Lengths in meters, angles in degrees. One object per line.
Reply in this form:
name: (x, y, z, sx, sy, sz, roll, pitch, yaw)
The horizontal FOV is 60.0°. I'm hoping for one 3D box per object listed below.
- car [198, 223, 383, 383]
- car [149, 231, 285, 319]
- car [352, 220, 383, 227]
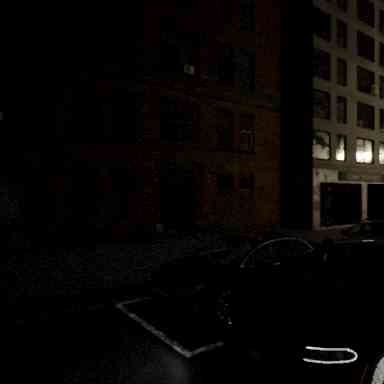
car: (2.697, 1.483, 4.976, 5.008, 1.535, 1.882, 0, 0, -35)
car: (1.210, 1.556, 7.050, 4.403, 1.369, 2.008, 0, 0, -35)
car: (5.837, 1.557, 10.346, 4.507, 1.381, 1.887, 0, 0, -35)
